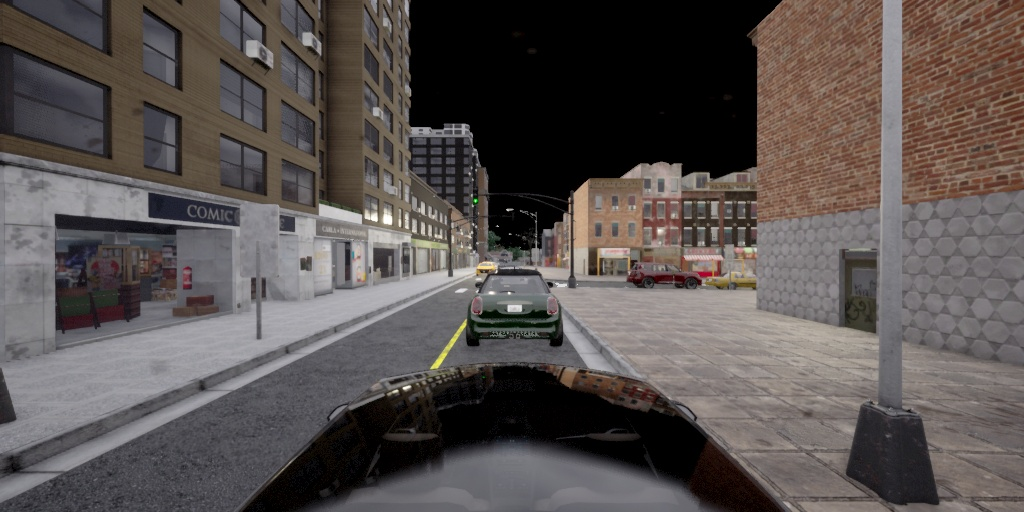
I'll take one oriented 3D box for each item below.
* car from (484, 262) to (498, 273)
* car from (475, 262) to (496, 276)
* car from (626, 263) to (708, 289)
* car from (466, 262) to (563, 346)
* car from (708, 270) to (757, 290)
[{"bbox_3d":[-2.952,1.582,50.983,1.812,1.442,4.674,0,-1,0],"label":"car"},{"bbox_3d":[-2.928,1.427,40.754,1.882,1.535,5.008,0,-1,1],"label":"car"},{"bbox_3d":[10.744,1.410,25.589,5.009,1.841,2.192,0,0,0],"label":"car"},{"bbox_3d":[0.062,1.108,9.545,2.097,1.767,4.553,0,0,0],"label":"car"},{"bbox_3d":[16.459,1.722,25.591,4.829,1.417,1.751,0,0,0],"label":"car"}]
